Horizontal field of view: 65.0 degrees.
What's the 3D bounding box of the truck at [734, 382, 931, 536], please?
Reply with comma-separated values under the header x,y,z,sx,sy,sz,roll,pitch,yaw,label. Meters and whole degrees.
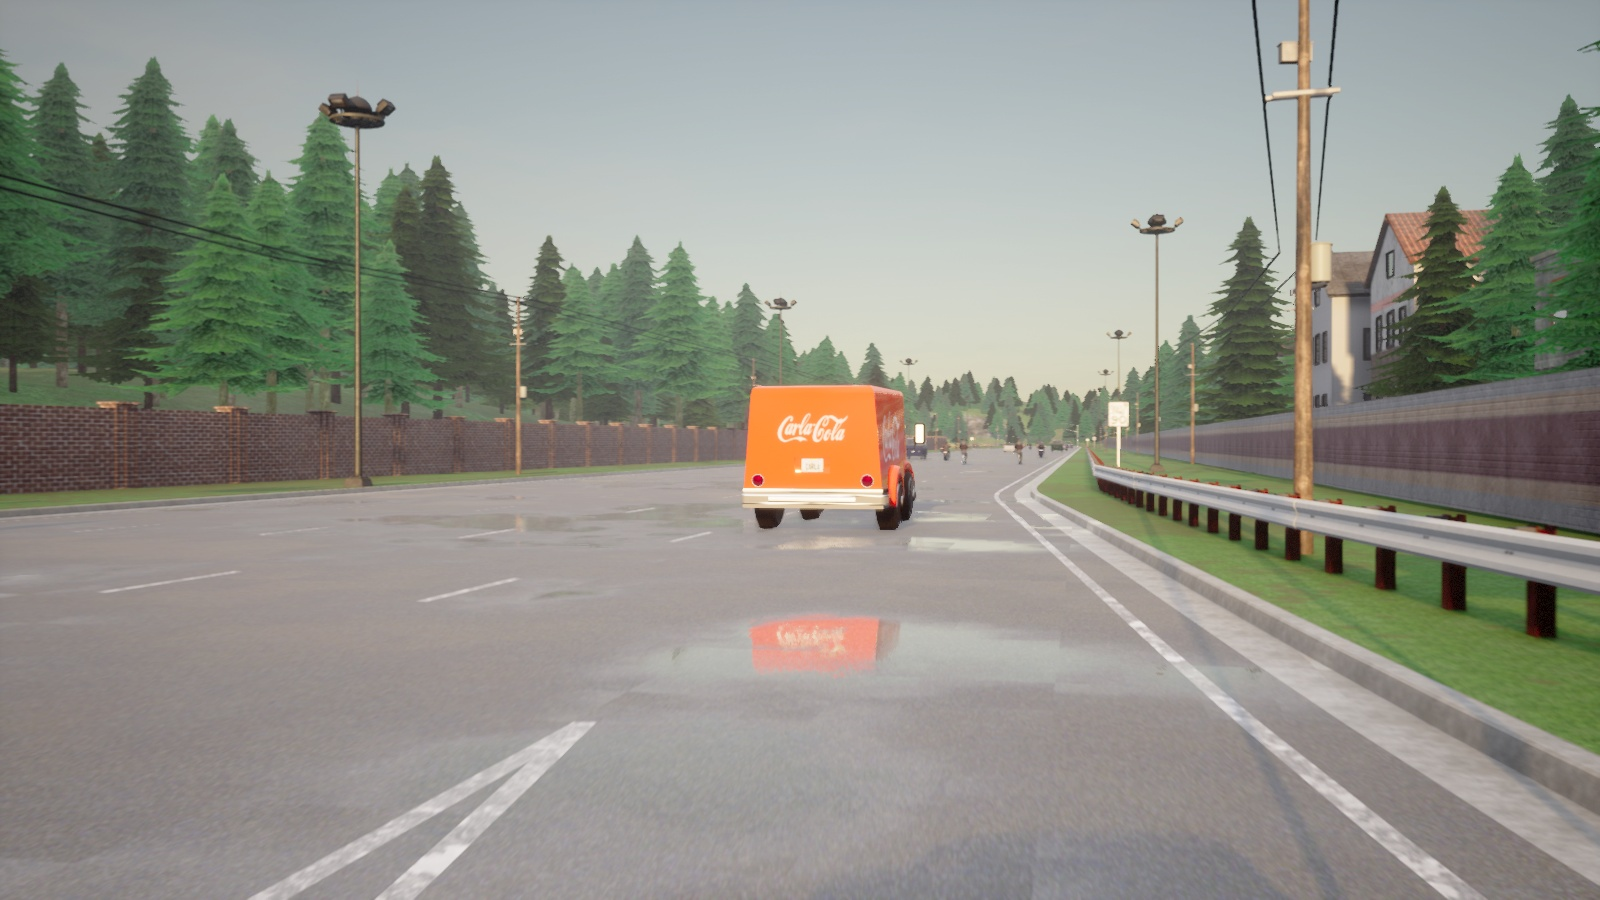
x,y,z,sx,sy,sz,roll,pitch,yaw,label
0.768,0.131,22.949,2.627,2.467,5.204,0,0,13,truck
